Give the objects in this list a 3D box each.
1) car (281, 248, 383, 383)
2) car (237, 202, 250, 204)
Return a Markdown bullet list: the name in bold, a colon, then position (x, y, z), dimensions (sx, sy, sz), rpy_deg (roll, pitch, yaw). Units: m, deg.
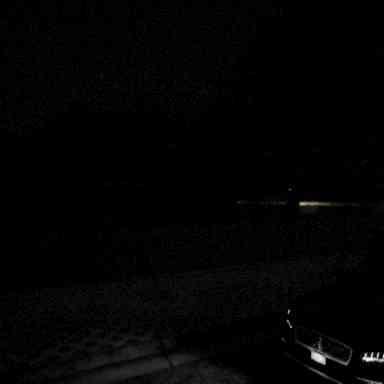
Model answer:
- **car**: position (3.475, 1.602, 4.913), dimensions (4.892, 1.490, 1.837), rpy_deg (1, -2, -31)
- **car**: position (8.234, 2.441, 54.419), dimensions (1.882, 1.535, 5.008), rpy_deg (0, -2, -28)
